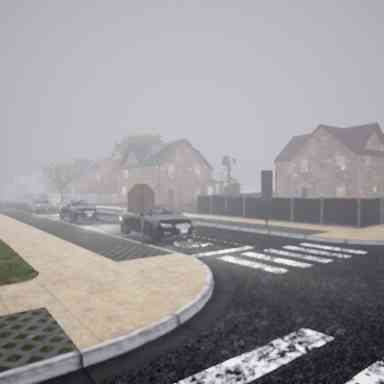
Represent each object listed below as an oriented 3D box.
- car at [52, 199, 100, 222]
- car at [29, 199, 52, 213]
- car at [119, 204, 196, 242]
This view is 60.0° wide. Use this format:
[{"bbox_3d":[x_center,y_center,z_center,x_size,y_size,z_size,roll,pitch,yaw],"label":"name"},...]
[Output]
[{"bbox_3d":[-8.378,1.306,24.545,2.128,1.511,4.902,-1,0,-36],"label":"car"},{"bbox_3d":[-15.367,1.416,34.169,1.895,1.301,4.718,-1,0,-36],"label":"car"},{"bbox_3d":[-1.745,1.315,15.425,2.128,1.511,4.902,-1,0,-36],"label":"car"}]
